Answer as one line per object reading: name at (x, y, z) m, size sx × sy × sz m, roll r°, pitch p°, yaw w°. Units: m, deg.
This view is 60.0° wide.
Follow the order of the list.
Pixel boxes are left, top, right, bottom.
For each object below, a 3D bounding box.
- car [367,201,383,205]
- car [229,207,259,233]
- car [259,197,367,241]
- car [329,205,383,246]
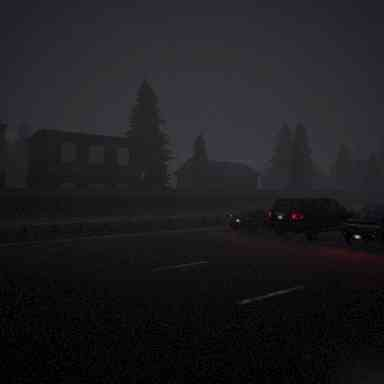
car at (16.416, 1.482, 28.475) m, size 5.008 × 1.535 × 1.882 m, roll 0°, pitch 0°, yaw -35°
car at (4.204, 1.569, 19.765) m, size 4.181 × 1.385 × 1.994 m, roll 0°, pitch 0°, yaw -35°
car at (6.261, 1.255, 16.933) m, size 5.566 × 2.045 × 2.150 m, roll 0°, pitch 0°, yaw -35°
car at (8.269, 1.492, 14.066) m, size 4.902 × 1.511 × 2.128 m, roll 0°, pitch 0°, yaw -35°
